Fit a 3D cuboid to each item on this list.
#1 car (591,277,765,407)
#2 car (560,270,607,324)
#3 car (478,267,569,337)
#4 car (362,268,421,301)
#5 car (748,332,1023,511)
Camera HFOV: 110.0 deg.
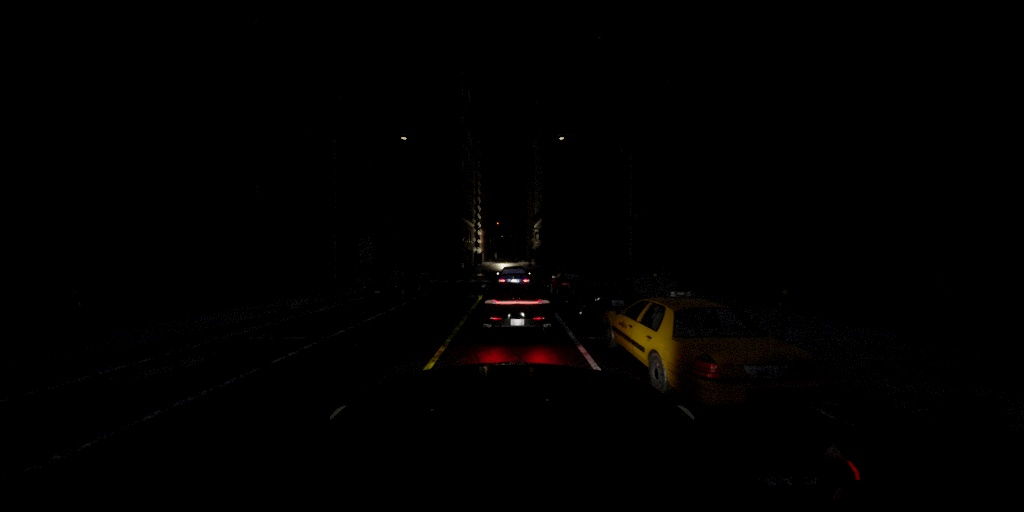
[{"bbox_3d":[2.874,1.274,6.360,1.751,1.417,4.829,0,0,0],"label":"car"},{"bbox_3d":[2.876,1.311,11.776,1.948,1.339,4.313,0,0,0],"label":"car"},{"bbox_3d":[0.104,1.238,10.301,2.128,1.511,4.902,0,0,0],"label":"car"},{"bbox_3d":[-5.668,1.288,17.361,1.888,1.381,4.507,0,0,0],"label":"car"},{"bbox_3d":[2.873,1.301,0.604,2.007,1.370,4.403,0,0,0],"label":"car"}]
